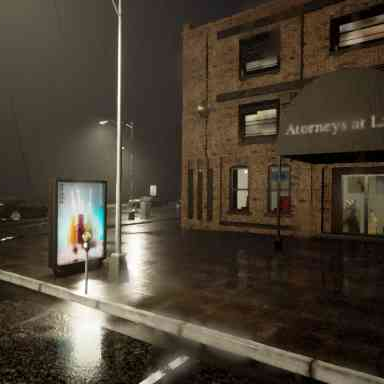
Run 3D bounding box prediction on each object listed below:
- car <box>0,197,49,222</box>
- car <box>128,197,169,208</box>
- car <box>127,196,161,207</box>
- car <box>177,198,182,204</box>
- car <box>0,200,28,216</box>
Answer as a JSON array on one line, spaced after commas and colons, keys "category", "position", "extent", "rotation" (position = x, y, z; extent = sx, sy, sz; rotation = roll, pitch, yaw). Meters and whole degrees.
[{"category": "car", "position": [-12.705, 1.395, 25.869], "extent": [1.882, 1.535, 5.008], "rotation": [1, 1, 36]}, {"category": "car", "position": [-5.148, 1.315, 42.127], "extent": [2.033, 1.411, 5.357], "rotation": [1, 1, 36]}, {"category": "car", "position": [-6.521, 1.315, 45.748], "extent": [1.895, 1.301, 4.718], "rotation": [1, 1, 36]}, {"category": "car", "position": [-0.410, 1.181, 54.074], "extent": [1.812, 1.442, 4.674], "rotation": [1, 1, 37]}, {"category": "car", "position": [-17.740, 1.429, 30.340], "extent": [1.895, 1.301, 4.718], "rotation": [1, 1, 33]}]
